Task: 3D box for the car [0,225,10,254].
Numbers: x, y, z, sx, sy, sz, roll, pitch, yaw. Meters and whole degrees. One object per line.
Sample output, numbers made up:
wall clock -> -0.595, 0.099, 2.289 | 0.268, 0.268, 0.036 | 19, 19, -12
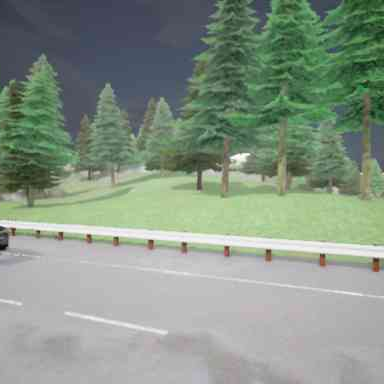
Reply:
car -> -7.914, 1.372, 10.278 | 4.902, 1.511, 2.128 | 1, 0, 22
